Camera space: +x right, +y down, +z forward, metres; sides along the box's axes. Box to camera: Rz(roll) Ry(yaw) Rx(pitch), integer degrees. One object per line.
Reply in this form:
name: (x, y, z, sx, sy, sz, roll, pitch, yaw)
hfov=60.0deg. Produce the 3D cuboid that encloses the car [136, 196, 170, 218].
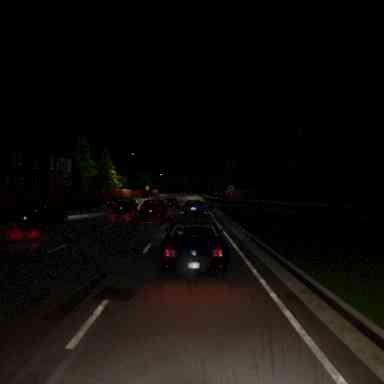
car: (-3.317, 1.379, 29.294, 1.882, 1.535, 5.008, 0, 0, 1)

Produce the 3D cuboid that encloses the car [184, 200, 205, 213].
car: (0.192, 1.444, 30.514, 2.033, 1.411, 5.357, 0, 0, 1)

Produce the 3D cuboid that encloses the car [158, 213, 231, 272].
car: (0.067, 1.565, 10.633, 1.895, 1.301, 4.718, 0, 0, 0)

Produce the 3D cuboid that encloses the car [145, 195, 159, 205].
car: (-6.717, 1.335, 56.554, 1.812, 1.442, 4.674, 0, 0, 0)

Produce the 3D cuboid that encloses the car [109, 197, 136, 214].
car: (-6.783, 1.362, 34.302, 1.882, 1.535, 5.008, 0, 0, 0)

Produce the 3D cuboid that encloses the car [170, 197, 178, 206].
car: (-3.216, 1.427, 51.347, 1.895, 1.301, 4.718, 0, 0, 0)

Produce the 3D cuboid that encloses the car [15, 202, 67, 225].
car: (-10.378, 1.414, 23.202, 2.128, 1.511, 4.902, 0, 0, 0)

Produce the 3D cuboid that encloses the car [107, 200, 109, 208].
car: (-10.211, 1.395, 45.426, 2.033, 1.411, 5.357, 0, 0, 0)
